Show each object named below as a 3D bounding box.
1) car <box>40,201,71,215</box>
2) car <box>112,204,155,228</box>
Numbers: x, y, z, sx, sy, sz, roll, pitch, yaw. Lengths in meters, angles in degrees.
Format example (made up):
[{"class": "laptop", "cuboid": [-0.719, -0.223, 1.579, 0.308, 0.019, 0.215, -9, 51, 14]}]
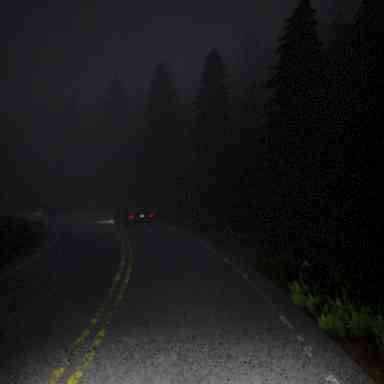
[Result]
[{"class": "car", "cuboid": [-15.890, 1.755, 38.554, 1.882, 1.535, 5.008, -5, 2, -45]}, {"class": "car", "cuboid": [-4.096, 1.539, 22.726, 2.033, 1.411, 5.357, -2, 1, -24]}]
